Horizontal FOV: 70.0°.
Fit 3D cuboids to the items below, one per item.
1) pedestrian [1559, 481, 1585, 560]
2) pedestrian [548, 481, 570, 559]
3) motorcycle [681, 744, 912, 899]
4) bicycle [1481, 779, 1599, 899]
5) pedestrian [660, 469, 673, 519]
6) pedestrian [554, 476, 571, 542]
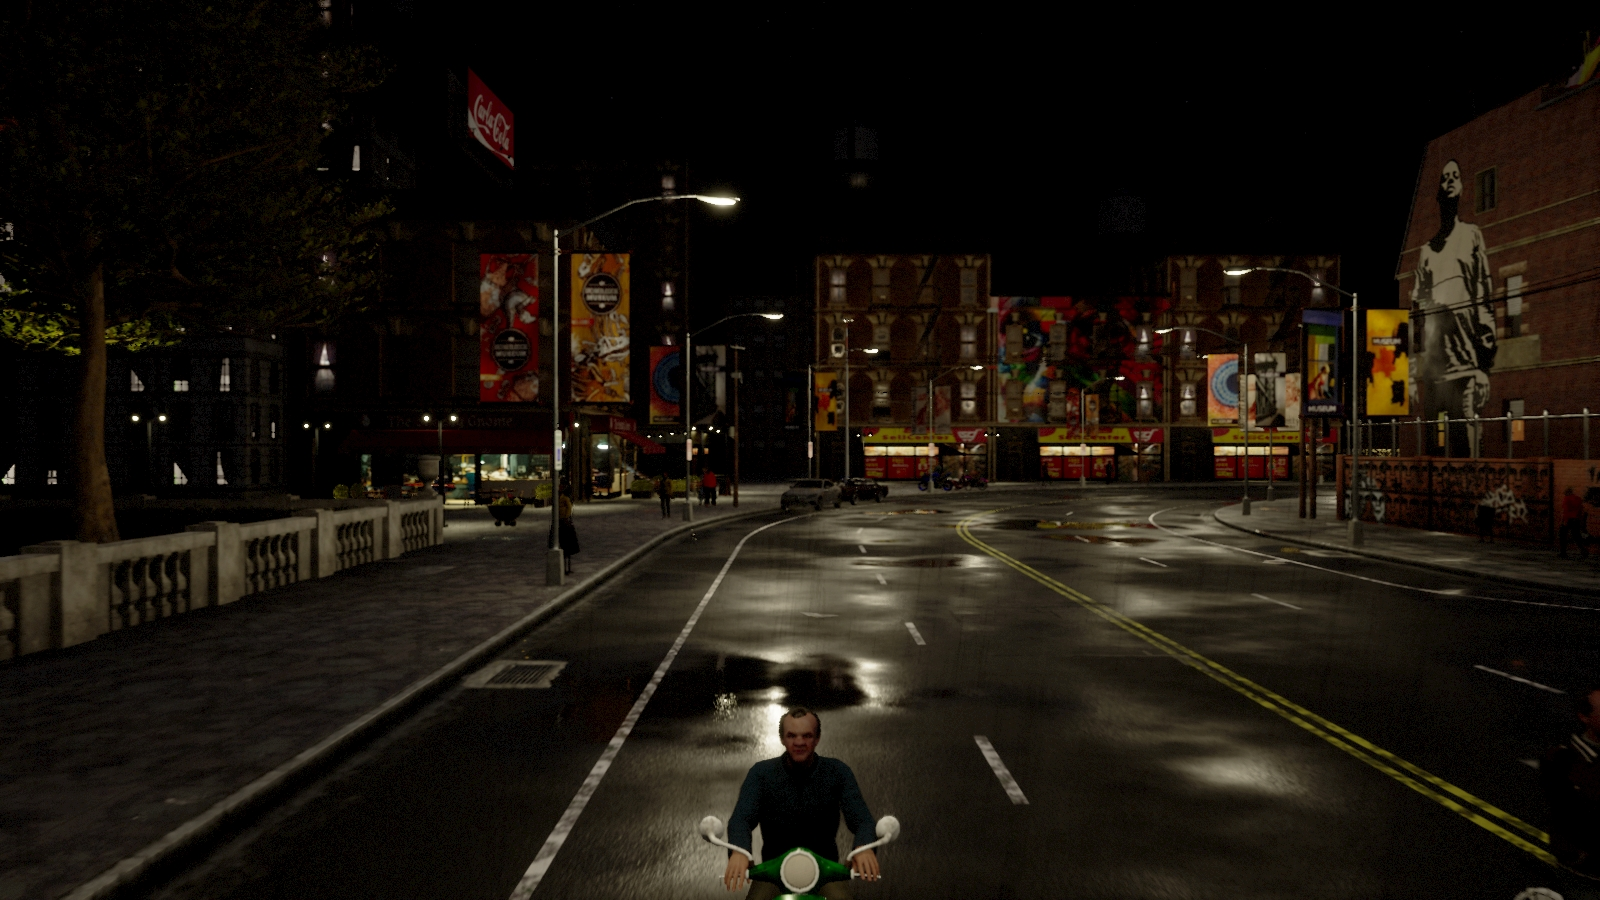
[{"bbox_3d":[18.480,1.676,27.351,0.375,1.860,0.375,0,0,-3],"label":"pedestrian"},{"bbox_3d":[-5.791,1.676,27.456,0.375,1.860,0.375,0,0,22],"label":"pedestrian"},{"bbox_3d":[-0.011,2.177,5.140,0.856,1.236,1.805,0,0,0],"label":"motorcycle"},{"bbox_3d":[3.517,2.206,4.709,0.329,1.171,1.835,0,0,0],"label":"bicycle"},{"bbox_3d":[-5.052,1.665,43.154,0.375,1.860,0.375,0,0,14],"label":"pedestrian"},{"bbox_3d":[-6.789,1.672,32.674,0.375,1.860,0.375,0,0,4],"label":"pedestrian"}]
